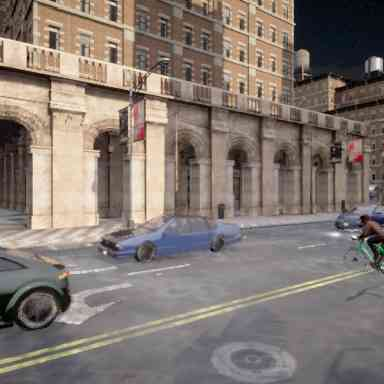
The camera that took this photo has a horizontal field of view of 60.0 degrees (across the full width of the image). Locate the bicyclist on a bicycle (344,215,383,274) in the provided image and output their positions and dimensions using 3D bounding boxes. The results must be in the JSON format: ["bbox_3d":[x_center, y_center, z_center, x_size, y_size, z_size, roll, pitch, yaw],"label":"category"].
[{"bbox_3d":[4.906,1.455,9.069,0.582,1.620,1.656,0,-2,-35],"label":"bicyclist on a bicycle"}]

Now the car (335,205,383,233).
[{"bbox_3d":[10.523,1.526,19.949,4.674,1.442,1.812,-1,0,-35],"label":"car"}]

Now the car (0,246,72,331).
[{"bbox_3d":[-4.165,1.562,5.334,4.181,1.385,1.994,0,0,-35],"label":"car"}]

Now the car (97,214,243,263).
[{"bbox_3d":[-0.598,1.547,12.142,5.357,1.411,2.033,0,0,-35],"label":"car"}]
